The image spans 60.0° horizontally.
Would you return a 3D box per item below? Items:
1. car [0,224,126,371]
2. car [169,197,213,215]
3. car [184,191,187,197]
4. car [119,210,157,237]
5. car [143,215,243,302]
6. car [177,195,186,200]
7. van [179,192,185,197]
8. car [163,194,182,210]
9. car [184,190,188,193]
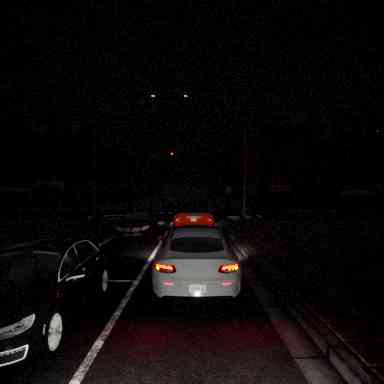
[{"bbox_3d":[-2.665,1.548,5.817,2.008,1.369,4.403,-2,0,0],"label":"car"},{"bbox_3d":[0.080,1.353,18.072,2.097,1.767,4.553,0,0,0],"label":"car"},{"bbox_3d":[-2.740,1.308,71.188,2.192,1.841,5.009,-1,0,0],"label":"car"},{"bbox_3d":[-2.676,1.582,16.711,1.802,1.307,4.206,-2,0,0],"label":"car"},{"bbox_3d":[0.091,1.523,8.109,1.812,1.442,4.674,0,0,0],"label":"car"},{"bbox_3d":[-2.749,1.429,87.809,2.008,1.369,4.403,-1,0,0],"label":"car"},{"bbox_3d":[-2.734,1.359,65.645,1.690,1.788,3.998,-1,0,0],"label":"van"},{"bbox_3d":[-2.712,1.483,43.489,1.967,1.590,4.097,-2,0,0],"label":"car"},{"bbox_3d":[-2.758,1.132,93.358,2.192,1.841,5.009,-1,1,0],"label":"car"}]
